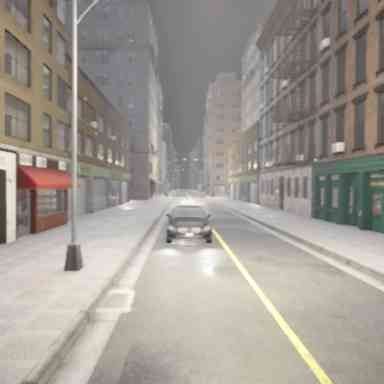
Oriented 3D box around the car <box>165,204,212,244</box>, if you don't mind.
[{"bbox_3d":[-0.166,1.305,14.770,1.812,1.442,4.674,0,1,-2],"label":"car"}]
